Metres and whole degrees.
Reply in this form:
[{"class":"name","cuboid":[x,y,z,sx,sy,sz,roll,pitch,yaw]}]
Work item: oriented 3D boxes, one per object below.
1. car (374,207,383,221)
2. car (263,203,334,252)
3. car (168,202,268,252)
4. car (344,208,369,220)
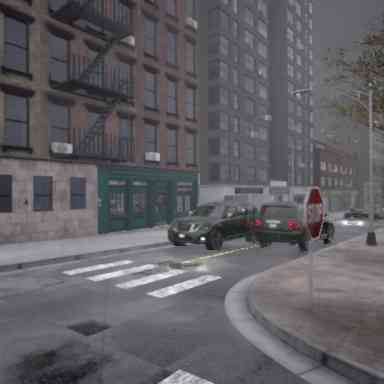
[{"class":"car","cuboid":[21.670,2.445,37.165,2.128,1.511,4.902,0,-1,38]},{"class":"car","cuboid":[5.003,1.547,15.845,2.150,2.045,5.566,0,-2,38]},{"class":"car","cuboid":[1.297,1.515,15.914,2.150,2.045,5.566,0,-2,38]},{"class":"car","cuboid":[19.079,2.560,38.570,1.895,1.301,4.718,0,-2,38]}]
